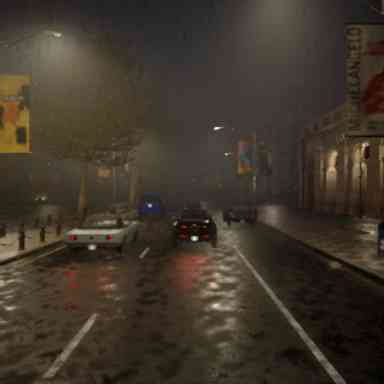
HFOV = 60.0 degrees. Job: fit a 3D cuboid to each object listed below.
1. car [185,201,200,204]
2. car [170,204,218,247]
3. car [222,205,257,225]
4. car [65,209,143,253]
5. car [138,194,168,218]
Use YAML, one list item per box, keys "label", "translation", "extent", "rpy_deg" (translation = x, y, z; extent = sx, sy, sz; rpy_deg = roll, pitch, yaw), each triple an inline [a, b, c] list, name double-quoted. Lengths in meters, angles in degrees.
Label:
- label: "car"
  translation: [0.076, 1.513, 30.800]
  extent: [1.812, 1.442, 4.674]
  rpy_deg: [0, 0, 0]
- label: "car"
  translation: [0.096, 1.499, 14.984]
  extent: [1.837, 1.490, 4.892]
  rpy_deg: [0, 0, 0]
- label: "car"
  translation: [3.247, 1.585, 23.607]
  extent: [1.895, 1.301, 4.718]
  rpy_deg: [0, 0, 0]
- label: "car"
  translation: [-3.402, 1.595, 13.555]
  extent: [1.895, 1.301, 4.718]
  rpy_deg: [0, 0, 0]
- label: "car"
  translation: [-3.404, 1.209, 29.569]
  extent: [2.150, 2.045, 5.566]
  rpy_deg: [0, 0, 0]
